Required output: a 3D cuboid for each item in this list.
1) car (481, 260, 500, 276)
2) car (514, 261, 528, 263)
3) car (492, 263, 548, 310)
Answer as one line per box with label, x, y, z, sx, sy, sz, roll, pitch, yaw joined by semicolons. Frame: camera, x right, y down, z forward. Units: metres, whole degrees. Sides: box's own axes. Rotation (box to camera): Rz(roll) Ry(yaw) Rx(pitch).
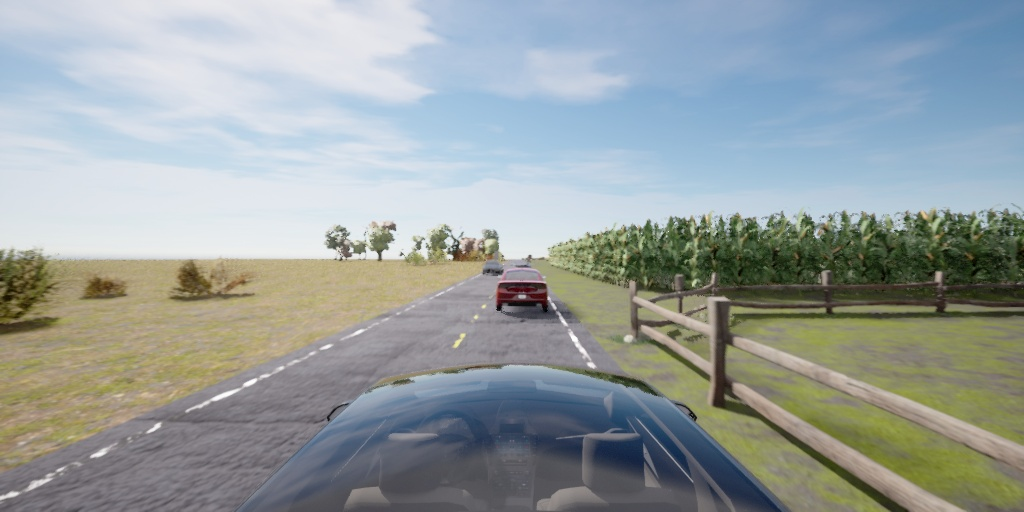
car;-1.994;1.222;36.982;1.837;1.490;4.892;0;0;2
car;0.876;1.224;34.117;2.128;1.511;4.902;0;0;1
car;0.396;1.224;14.624;1.882;1.535;5.008;0;0;1
